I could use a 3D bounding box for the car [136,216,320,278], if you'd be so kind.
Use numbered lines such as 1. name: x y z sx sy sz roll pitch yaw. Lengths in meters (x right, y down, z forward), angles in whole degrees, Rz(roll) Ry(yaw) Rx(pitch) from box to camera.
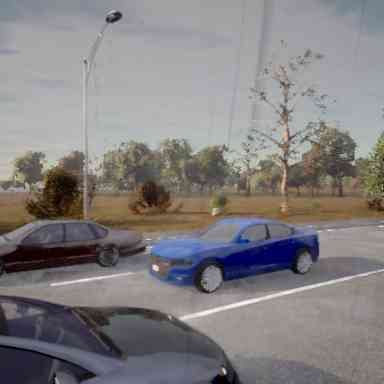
1. car: 1.283 1.450 8.897 5.008 1.535 1.882 0 0 -33

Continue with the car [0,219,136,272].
1. car: -4.002 1.515 9.638 5.357 1.411 2.033 0 0 -34

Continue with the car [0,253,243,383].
1. car: -1.587 1.555 2.495 4.181 1.385 1.994 0 0 -35
